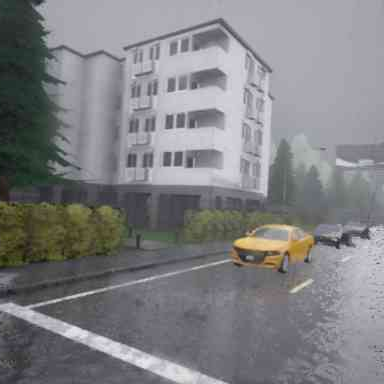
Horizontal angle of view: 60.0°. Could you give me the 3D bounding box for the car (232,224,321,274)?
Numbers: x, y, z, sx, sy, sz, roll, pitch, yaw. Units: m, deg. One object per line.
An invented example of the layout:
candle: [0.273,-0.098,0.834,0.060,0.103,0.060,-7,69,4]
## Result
car: [3.318,2.049,13.041,1.882,1.535,5.008,2,-2,34]

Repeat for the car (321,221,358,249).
car: [8.838,2.717,21.214,2.033,1.411,5.357,2,-2,34]

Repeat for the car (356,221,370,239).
car: [14.779,3.358,29.942,2.033,1.411,5.357,2,-2,34]
